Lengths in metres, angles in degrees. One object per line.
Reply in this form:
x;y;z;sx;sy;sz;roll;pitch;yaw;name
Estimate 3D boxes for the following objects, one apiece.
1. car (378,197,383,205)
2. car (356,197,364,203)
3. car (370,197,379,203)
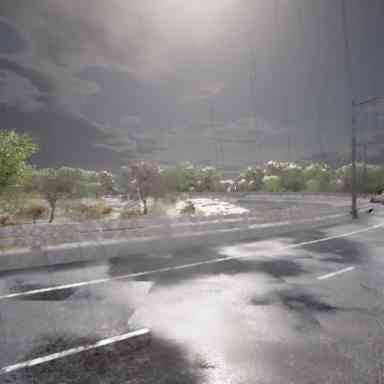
35.278;1.726;58.976;2.033;1.411;5.357;0;0;16;car
39.754;1.823;79.020;2.033;1.411;5.357;0;0;5;car
37.744;1.595;67.636;1.994;1.385;4.181;0;0;11;car
